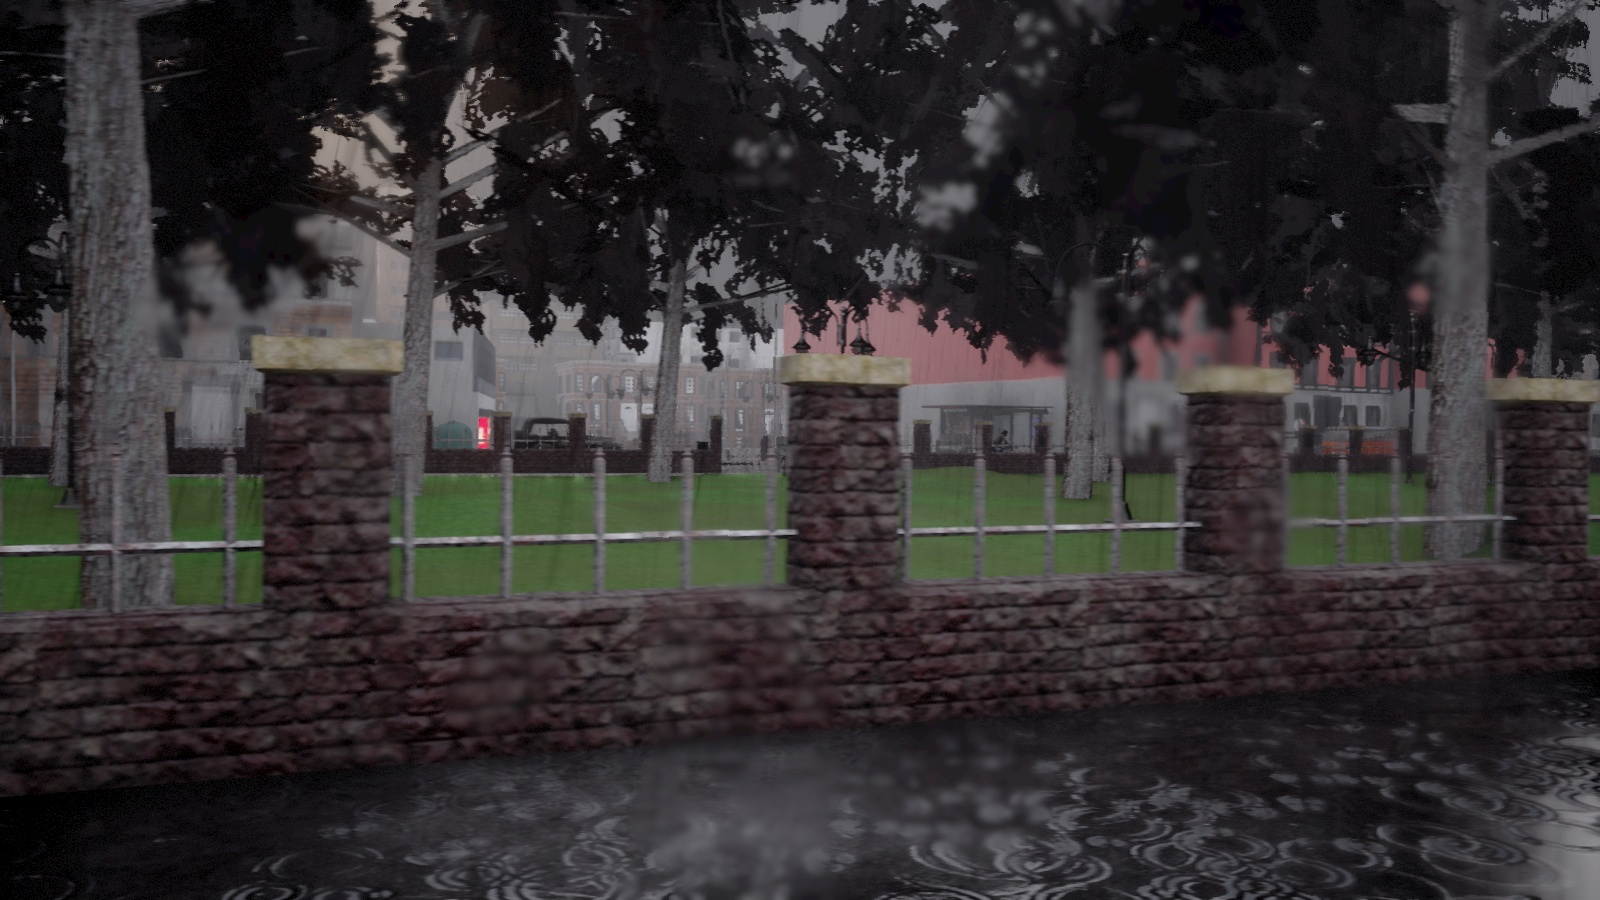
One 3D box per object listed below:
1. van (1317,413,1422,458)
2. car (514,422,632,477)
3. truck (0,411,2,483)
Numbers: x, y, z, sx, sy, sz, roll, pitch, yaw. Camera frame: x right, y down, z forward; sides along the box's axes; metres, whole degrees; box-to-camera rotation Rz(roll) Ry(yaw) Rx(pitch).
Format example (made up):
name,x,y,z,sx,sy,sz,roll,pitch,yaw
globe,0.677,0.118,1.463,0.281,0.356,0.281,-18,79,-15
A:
name,x,y,z,sx,sy,sz,roll,pitch,yaw
van,26.277,-0.676,57.926,4.442,1.987,1.775,-1,1,-20
car,-8.117,-0.048,44.856,3.866,1.878,1.905,-1,1,-21
truck,-29.413,-0.038,41.019,5.204,2.467,2.627,-1,1,-21
